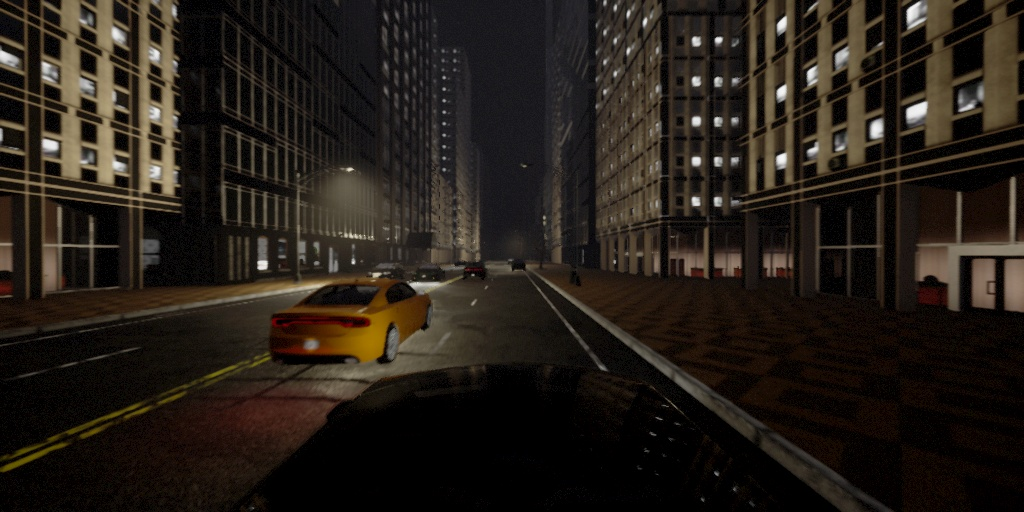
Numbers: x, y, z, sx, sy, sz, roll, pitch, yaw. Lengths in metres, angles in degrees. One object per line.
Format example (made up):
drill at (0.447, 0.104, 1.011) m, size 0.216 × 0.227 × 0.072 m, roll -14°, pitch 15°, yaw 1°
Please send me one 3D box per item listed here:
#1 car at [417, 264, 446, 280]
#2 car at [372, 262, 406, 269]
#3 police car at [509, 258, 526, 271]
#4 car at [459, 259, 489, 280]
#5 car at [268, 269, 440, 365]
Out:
car at (-6.605, 1.329, 28.851) m, size 1.994 × 1.385 × 4.181 m, roll 0°, pitch 0°, yaw 0°
car at (-9.856, 1.258, 28.598) m, size 2.128 × 1.511 × 4.902 m, roll 0°, pitch 0°, yaw 0°
police car at (0.945, 1.227, 48.944) m, size 1.930 × 1.638 × 5.238 m, roll 0°, pitch 0°, yaw 0°
car at (-3.171, 1.275, 31.555) m, size 1.837 × 1.490 × 4.892 m, roll 0°, pitch 0°, yaw 0°
car at (-3.152, 1.228, 8.107) m, size 1.882 × 1.535 × 5.008 m, roll 0°, pitch 0°, yaw 0°
